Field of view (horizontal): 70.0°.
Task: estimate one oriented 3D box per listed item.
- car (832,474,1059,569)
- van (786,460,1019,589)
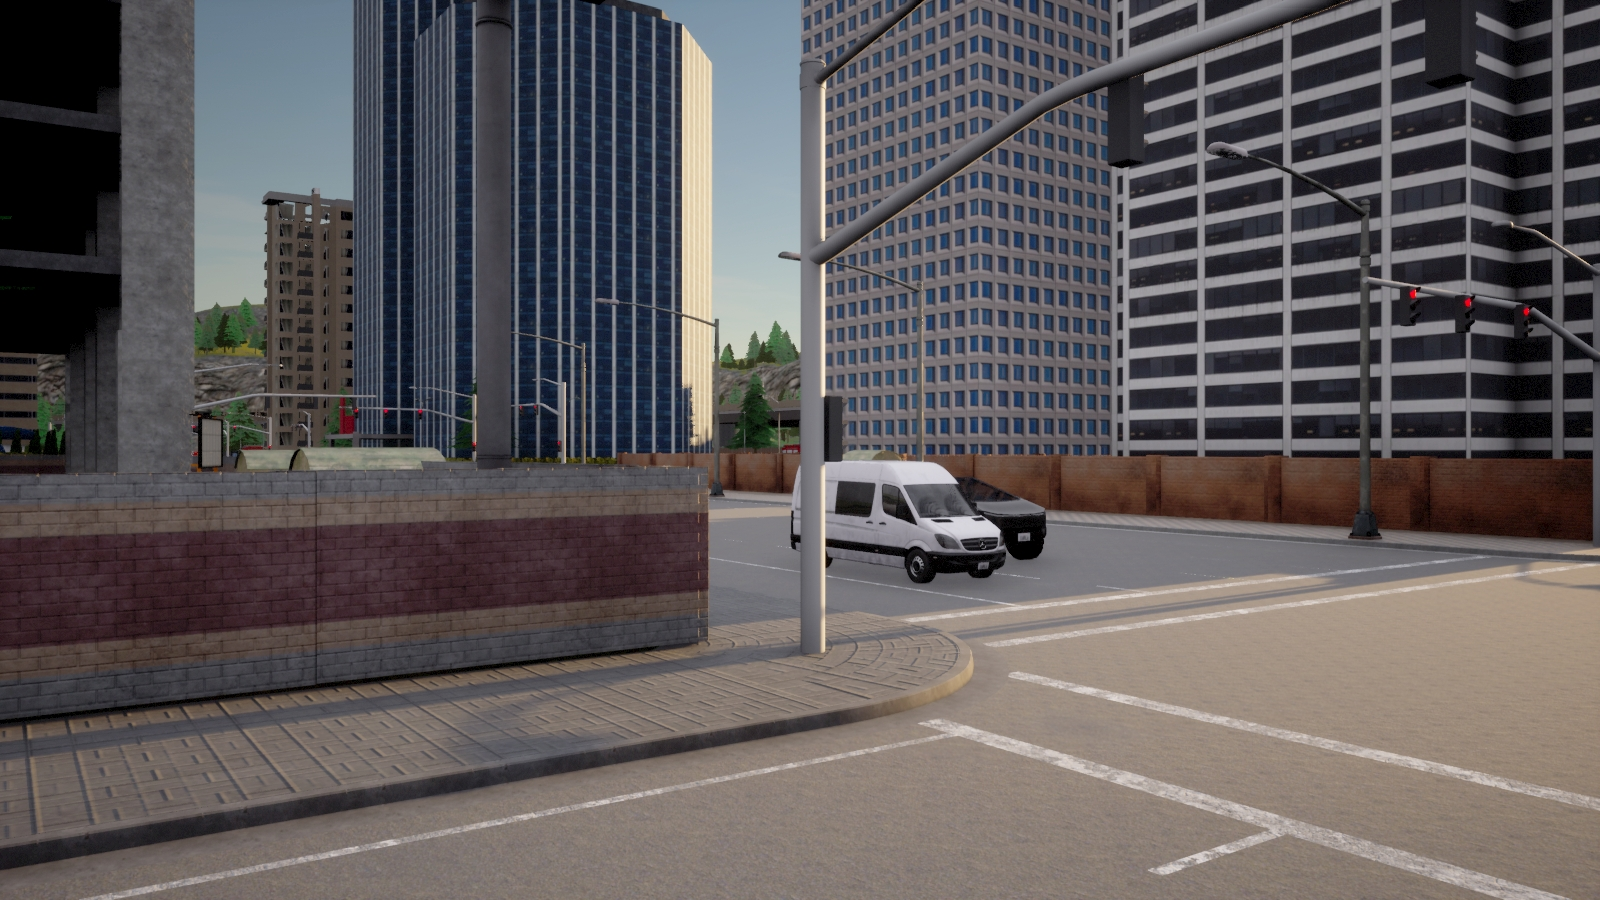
[{"bbox_3d":[3.654,1.752,30.193,2.390,2.098,6.274,0,0,-35],"label":"car"},{"bbox_3d":[2.162,1.533,26.216,1.988,2.561,5.915,0,0,-35],"label":"van"}]
